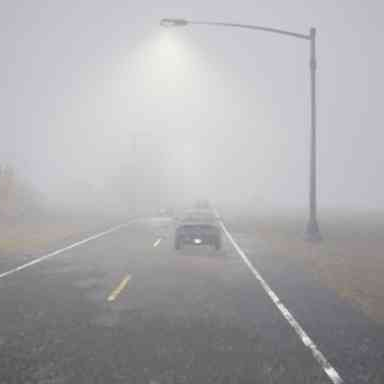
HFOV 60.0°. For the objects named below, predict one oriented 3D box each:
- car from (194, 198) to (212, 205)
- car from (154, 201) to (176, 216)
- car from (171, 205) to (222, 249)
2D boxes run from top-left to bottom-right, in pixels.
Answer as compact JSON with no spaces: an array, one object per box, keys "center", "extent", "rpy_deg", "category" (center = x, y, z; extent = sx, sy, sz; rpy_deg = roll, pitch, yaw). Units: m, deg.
[{"center":[1.402,1.578,42.121],"extent":[2.097,1.767,4.553],"rpy_deg":[0,0,4],"category":"car"},{"center":[-2.697,1.669,34.623],"extent":[2.128,1.511,4.902],"rpy_deg":[0,0,3],"category":"car"},{"center":[0.265,1.582,14.896],"extent":[1.837,1.490,4.892],"rpy_deg":[0,0,1],"category":"car"}]
